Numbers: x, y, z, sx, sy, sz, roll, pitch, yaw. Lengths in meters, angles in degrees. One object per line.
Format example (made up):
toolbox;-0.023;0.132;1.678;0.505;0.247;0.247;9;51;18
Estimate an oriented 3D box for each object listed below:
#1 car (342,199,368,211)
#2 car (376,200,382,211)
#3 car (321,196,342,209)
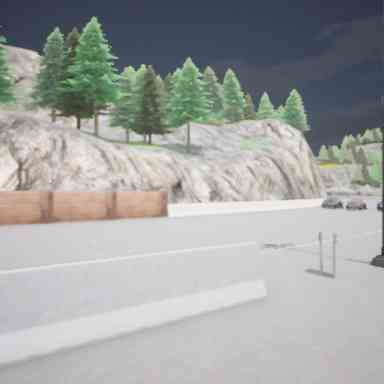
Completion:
car;21.811;1.683;44.030;1.812;1.442;4.674;0;0;39
car;24.773;1.642;42.128;2.128;1.511;4.902;0;0;39
car;20.034;1.520;47.376;2.097;1.767;4.553;0;0;39
